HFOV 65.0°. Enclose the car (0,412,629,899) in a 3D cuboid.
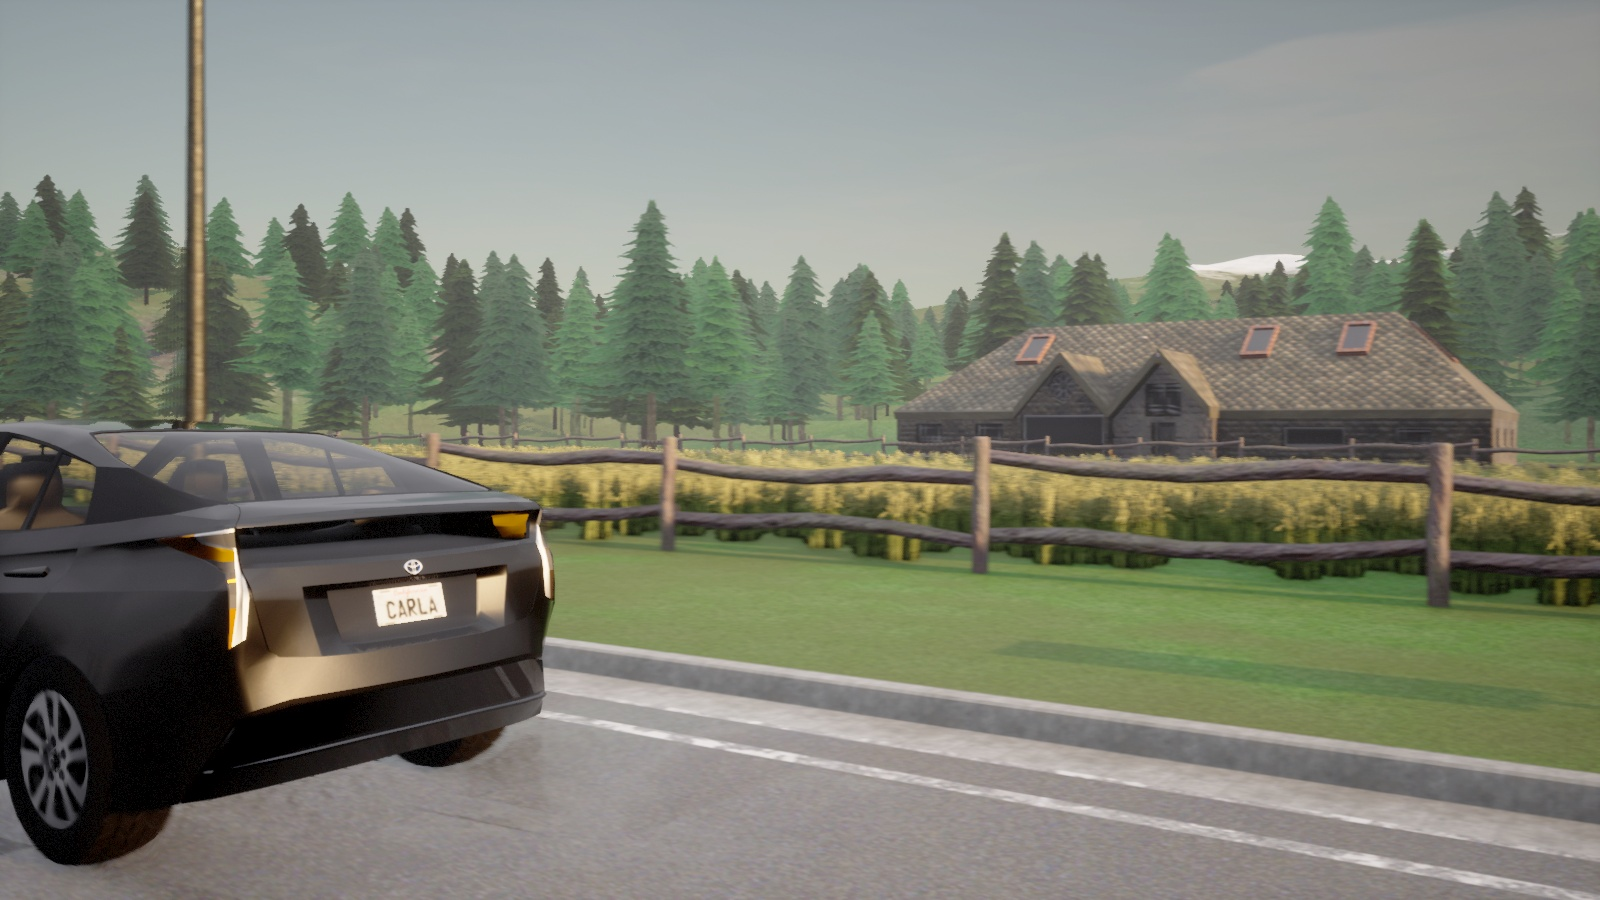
[{"bbox_3d":[-3.168,0.643,5.704,4.514,1.525,2.007,0,1,33],"label":"car"}]
